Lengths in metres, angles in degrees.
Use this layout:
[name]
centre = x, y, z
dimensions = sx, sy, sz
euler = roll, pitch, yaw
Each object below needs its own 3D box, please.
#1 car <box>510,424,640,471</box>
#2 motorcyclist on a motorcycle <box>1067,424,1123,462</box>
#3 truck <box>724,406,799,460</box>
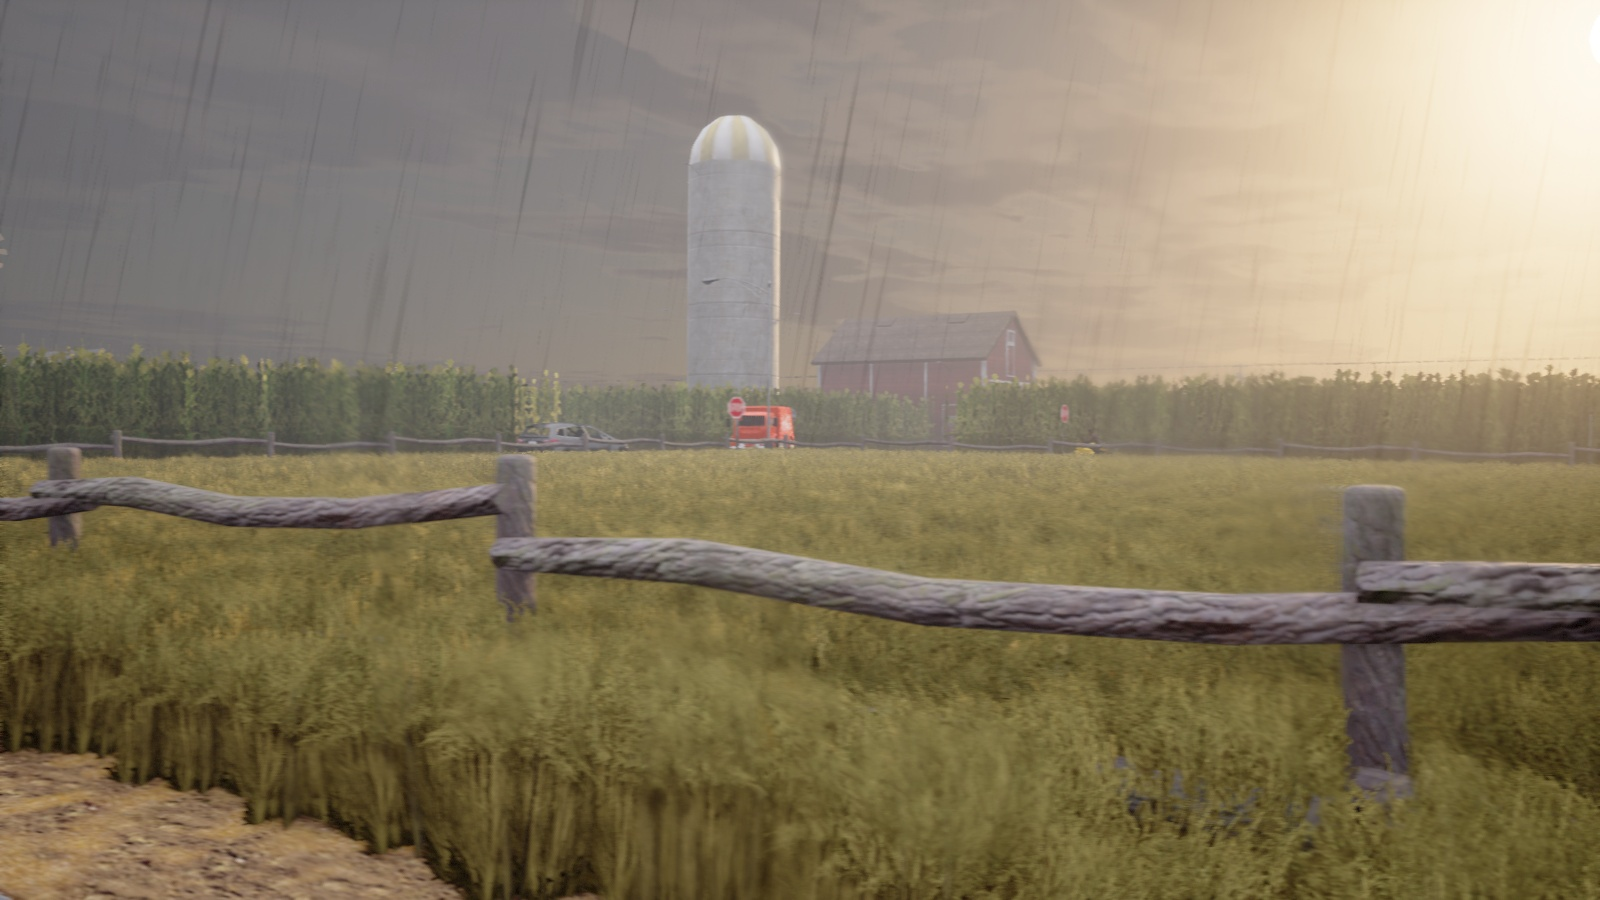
[car]
centre = -8.461, -0.124, 47.621
dimensions = 2.242, 1.667, 4.611
euler = 0, 1, 35
[motorcyclist on a motorcycle]
centre = 11.978, -0.307, 51.020
dimensions = 2.044, 1.523, 0.797
euler = 1, 1, 35
[truck]
centre = -1.816, -0.878, 61.322
dimensions = 2.627, 2.467, 5.204
euler = -1, 1, 9
